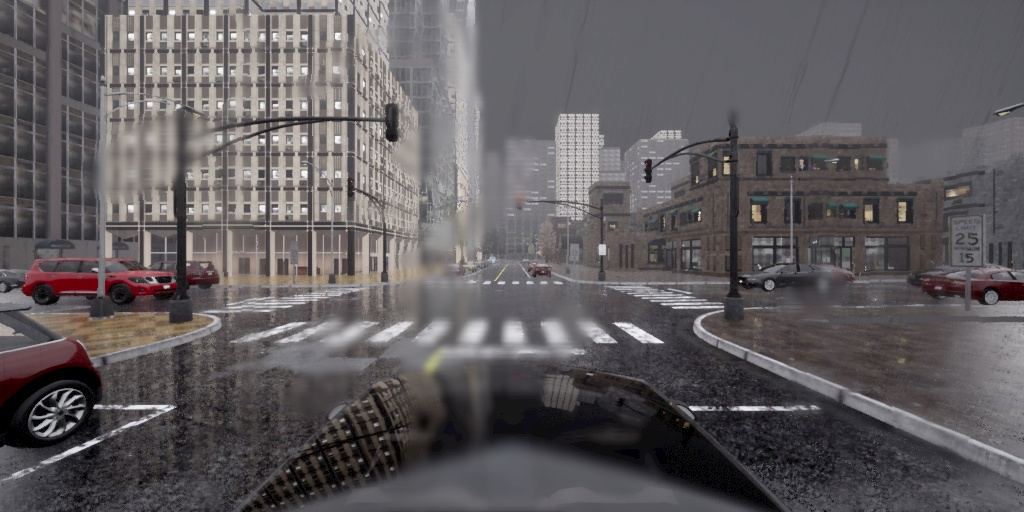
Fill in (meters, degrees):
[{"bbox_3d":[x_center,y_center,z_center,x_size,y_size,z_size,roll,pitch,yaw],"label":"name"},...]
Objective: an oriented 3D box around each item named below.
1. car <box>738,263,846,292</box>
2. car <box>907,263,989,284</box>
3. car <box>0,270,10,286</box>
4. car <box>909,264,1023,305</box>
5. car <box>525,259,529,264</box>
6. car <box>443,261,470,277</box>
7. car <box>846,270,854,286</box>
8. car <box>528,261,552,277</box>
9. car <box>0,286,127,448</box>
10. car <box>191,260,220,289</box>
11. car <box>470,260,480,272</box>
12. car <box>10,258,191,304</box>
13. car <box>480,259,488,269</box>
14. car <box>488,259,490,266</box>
[{"bbox_3d":[15.142,1.147,19.960,4.892,1.490,1.837,0,0,-1],"label":"car"},{"bbox_3d":[24.945,1.140,20.064,4.181,1.385,1.994,0,0,-1],"label":"car"},{"bbox_3d":[-31.429,1.508,22.086,4.403,1.370,2.007,0,0,-1],"label":"car"},{"bbox_3d":[19.136,1.153,14.206,4.507,1.381,1.888,0,0,-1],"label":"car"},{"bbox_3d":[2.915,1.348,45.811,1.802,1.307,4.207,0,0,0],"label":"car"},{"bbox_3d":[-5.523,1.341,34.773,1.802,1.307,4.207,0,0,0],"label":"car"},{"bbox_3d":[19.053,1.202,22.586,4.207,1.307,1.802,0,0,-1],"label":"car"},{"bbox_3d":[2.859,1.304,34.729,1.888,1.381,4.507,0,0,0],"label":"car"},{"bbox_3d":[-5.691,1.190,2.306,1.967,1.591,4.097,0,0,0],"label":"car"},{"bbox_3d":[-21.019,1.203,22.189,5.009,1.841,2.192,0,0,-1],"label":"car"},{"bbox_3d":[-5.466,1.291,45.684,1.751,1.417,4.829,0,0,0],"label":"car"},{"bbox_3d":[-18.590,1.087,16.425,5.566,2.045,2.150,0,0,-1],"label":"car"},{"bbox_3d":[-5.407,1.324,56.936,2.007,1.370,4.403,0,0,0],"label":"car"},{"bbox_3d":[-5.379,1.344,62.476,1.948,1.339,4.313,0,0,0],"label":"car"}]
